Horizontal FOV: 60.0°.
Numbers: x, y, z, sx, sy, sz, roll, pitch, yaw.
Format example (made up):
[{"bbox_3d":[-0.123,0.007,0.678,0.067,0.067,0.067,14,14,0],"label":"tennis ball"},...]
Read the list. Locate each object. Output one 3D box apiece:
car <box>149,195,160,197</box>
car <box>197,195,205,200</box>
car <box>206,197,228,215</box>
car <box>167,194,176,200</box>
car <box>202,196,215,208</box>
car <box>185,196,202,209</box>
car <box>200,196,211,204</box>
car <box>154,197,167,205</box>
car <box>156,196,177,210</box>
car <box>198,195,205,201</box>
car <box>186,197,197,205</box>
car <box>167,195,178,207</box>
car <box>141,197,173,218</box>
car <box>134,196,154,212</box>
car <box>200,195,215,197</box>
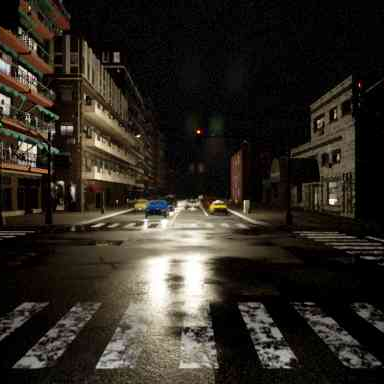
[{"bbox_3d":[-5.748,1.351,50.420,2.192,1.841,5.009,0,0,0],"label":"car"},{"bbox_3d":[2.578,1.670,94.744,2.008,1.369,4.403,0,0,0],"label":"car"},{"bbox_3d":[2.652,1.544,33.983,1.752,1.417,4.829,0,0,0],"label":"car"},{"bbox_3d":[-5.802,1.434,94.734,2.192,1.841,5.009,0,0,0],"label":"car"},{"bbox_3d":[2.639,1.611,44.891,1.802,1.307,4.206,0,0,0],"label":"car"},{"bbox_3d":[0.046,1.630,45.323,1.895,1.301,4.718,0,0,0],"label":"car"},{"bbox_3d":[2.612,1.612,67.048,2.008,1.369,4.403,0,0,0],"label":"car"},{"bbox_3d":[-5.762,1.603,61.498,2.008,1.369,4.403,0,0,0],"label":"car"},{"bbox_3d":[-3.130,1.550,39.950,1.812,1.442,4.674,0,0,0],"label":"car"},{"bbox_3d":[2.584,1.632,89.375,1.752,1.417,4.829,0,0,0],"label":"car"},{"bbox_3d":[-0.041,1.603,63.643,2.033,1.411,5.357,0,0,0],"label":"car"},{"bbox_3d":[-3.135,1.541,50.018,1.837,1.490,4.892,0,0,0],"label":"car"},{"bbox_3d":[-3.136,1.494,30.672,1.882,1.535,5.008,0,0,0],"label":"car"},{"bbox_3d":[-5.735,1.549,39.171,1.752,1.417,4.829,0,0,0],"label":"car"},{"bbox_3d":[2.633,1.351,50.431,2.192,1.841,5.009,0,0,0],"label":"car"}]
